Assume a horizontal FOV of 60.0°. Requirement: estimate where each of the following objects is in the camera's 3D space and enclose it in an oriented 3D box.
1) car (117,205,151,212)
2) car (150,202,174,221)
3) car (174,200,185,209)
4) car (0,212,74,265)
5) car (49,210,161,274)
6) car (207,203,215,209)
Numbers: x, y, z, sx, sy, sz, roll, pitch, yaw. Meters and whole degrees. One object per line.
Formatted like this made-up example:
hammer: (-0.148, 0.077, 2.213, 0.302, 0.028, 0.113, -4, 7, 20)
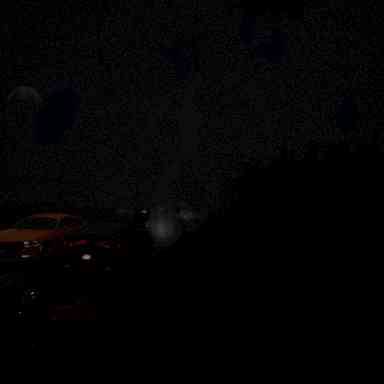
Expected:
car: (-4.371, 1.779, 22.431, 1.812, 1.442, 4.674, 2, -1, 6)
car: (-3.392, 1.841, 32.467, 2.097, 1.767, 4.553, 2, -1, 6)
car: (-1.860, 1.877, 47.448, 2.097, 1.767, 4.553, 2, -2, 6)
car: (-5.339, 1.533, 12.287, 1.882, 1.535, 5.008, 2, -1, 6)
car: (-2.571, 1.624, 11.327, 1.882, 1.535, 5.008, 2, -1, 6)
car: (5.194, 4.079, 92.768, 1.994, 1.385, 4.181, 2, -2, 6)
